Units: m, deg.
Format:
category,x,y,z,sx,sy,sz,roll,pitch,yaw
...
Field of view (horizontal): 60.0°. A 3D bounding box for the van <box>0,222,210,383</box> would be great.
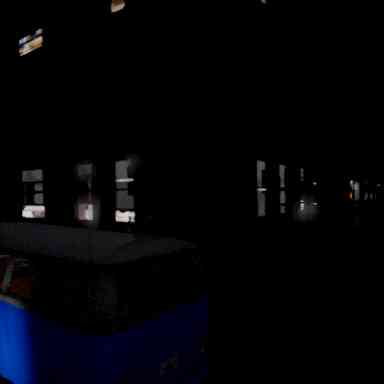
category,x,y,z,sx,sy,sz,roll,pitch,yaw
van,-1.709,1.339,4.115,3.998,1.788,1.690,0,-1,36
